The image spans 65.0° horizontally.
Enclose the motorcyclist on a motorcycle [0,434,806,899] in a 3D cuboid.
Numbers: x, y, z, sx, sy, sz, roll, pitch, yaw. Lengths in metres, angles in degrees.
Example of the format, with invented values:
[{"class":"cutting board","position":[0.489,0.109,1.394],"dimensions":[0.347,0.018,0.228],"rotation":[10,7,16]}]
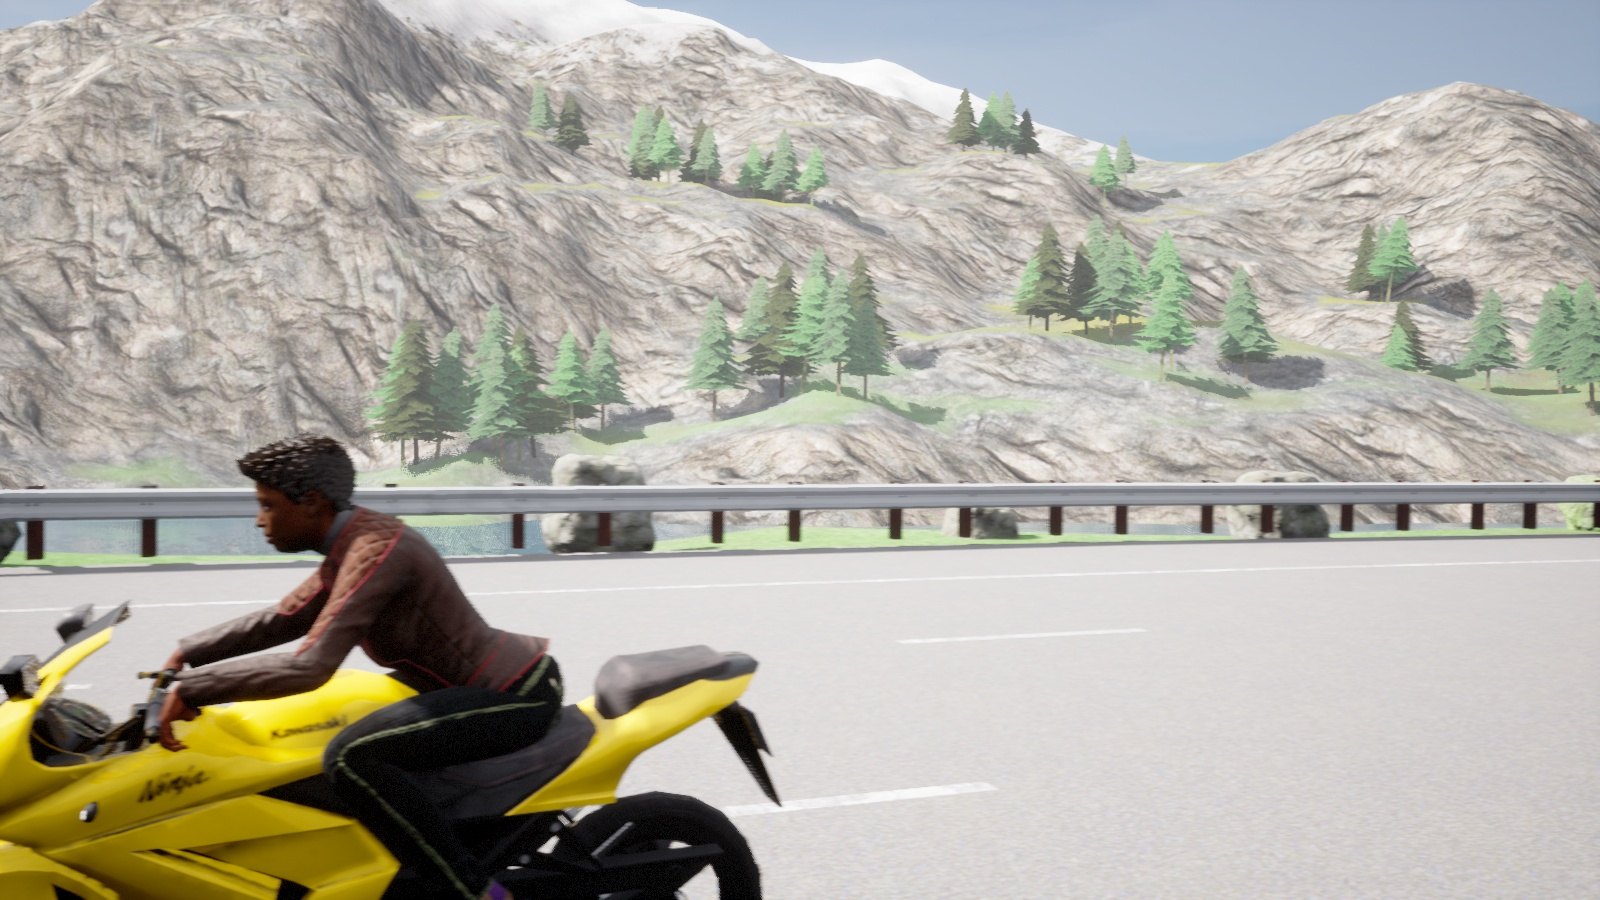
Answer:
[{"class":"motorcyclist on a motorcycle","position":[-1.085,0.743,2.892],"dimensions":[2.044,1.523,0.797],"rotation":[-1,2,-21]}]
